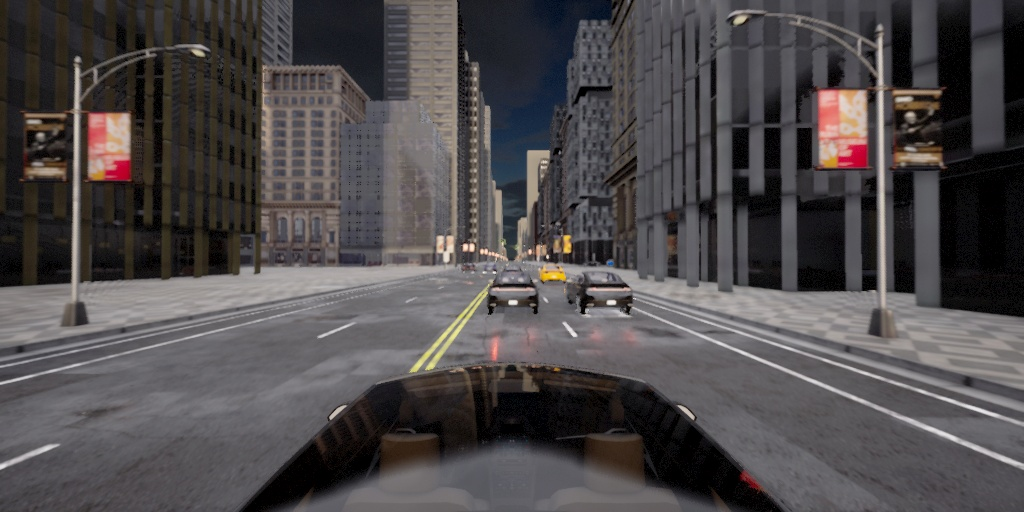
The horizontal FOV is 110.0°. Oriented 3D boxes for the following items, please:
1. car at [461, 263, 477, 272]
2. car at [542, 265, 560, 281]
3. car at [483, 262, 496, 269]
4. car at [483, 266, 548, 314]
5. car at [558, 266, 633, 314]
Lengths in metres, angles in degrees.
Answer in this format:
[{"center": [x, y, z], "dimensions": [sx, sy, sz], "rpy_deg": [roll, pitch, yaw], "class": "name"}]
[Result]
[{"center": [-6.569, 1.744, 55.308], "dimensions": [1.994, 1.385, 4.181], "rpy_deg": [0, -1, 0], "class": "car"}, {"center": [3.306, 1.459, 30.404], "dimensions": [1.882, 1.535, 5.008], "rpy_deg": [0, 0, 0], "class": "car"}, {"center": [-3.321, 1.704, 55.084], "dimensions": [1.812, 1.442, 4.674], "rpy_deg": [0, -1, 0], "class": "car"}, {"center": [0.048, 1.343, 14.235], "dimensions": [2.128, 1.511, 4.902], "rpy_deg": [0, 0, 0], "class": "car"}, {"center": [3.297, 1.343, 14.235], "dimensions": [2.128, 1.511, 4.902], "rpy_deg": [0, 0, 0], "class": "car"}]
